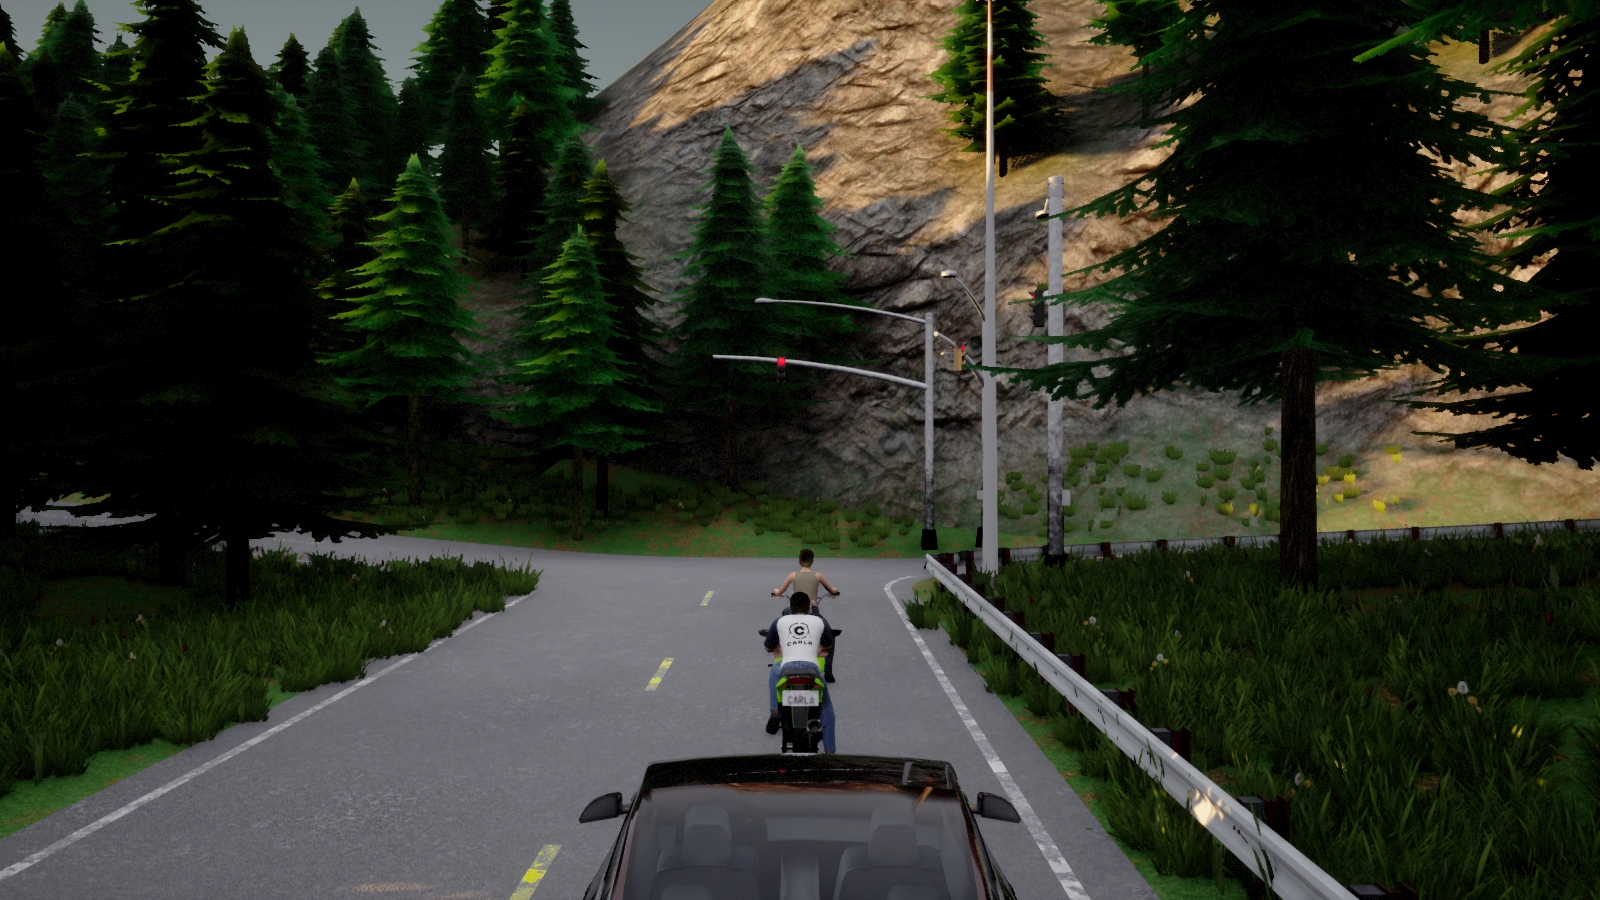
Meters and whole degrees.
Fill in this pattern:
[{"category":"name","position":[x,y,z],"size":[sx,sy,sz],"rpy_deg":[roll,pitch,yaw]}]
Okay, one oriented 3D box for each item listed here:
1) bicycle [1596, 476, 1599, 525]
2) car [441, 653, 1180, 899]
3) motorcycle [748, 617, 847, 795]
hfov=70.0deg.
[{"category":"bicycle","position":[21.725,1.355,29.474],"size":[1.835,1.471,0.329],"rpy_deg":[-5,-2,26]},{"category":"car","position":[0.029,2.063,5.012],"size":[2.163,1.488,4.792],"rpy_deg":[0,0,0]},{"category":"motorcycle","position":[-0.020,2.213,10.238],"size":[0.803,1.145,2.033],"rpy_deg":[0,0,0]}]
